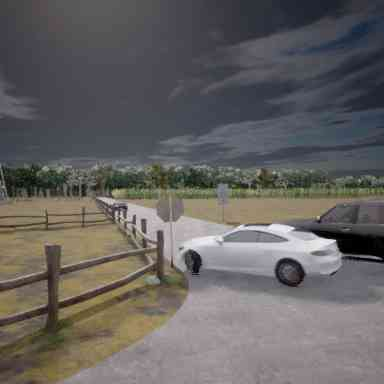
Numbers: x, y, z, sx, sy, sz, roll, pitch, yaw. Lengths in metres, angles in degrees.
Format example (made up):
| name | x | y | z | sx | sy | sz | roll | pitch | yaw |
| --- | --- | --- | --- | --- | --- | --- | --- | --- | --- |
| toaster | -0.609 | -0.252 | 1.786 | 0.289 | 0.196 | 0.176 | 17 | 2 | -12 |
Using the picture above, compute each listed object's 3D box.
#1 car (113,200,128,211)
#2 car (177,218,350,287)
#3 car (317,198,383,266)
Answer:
| name | x | y | z | sx | sy | sz | roll | pitch | yaw |
| --- | --- | --- | --- | --- | --- | --- | --- | --- | --- |
| car | -10.712 | 1.972 | 49.475 | 2.033 | 1.411 | 5.357 | -2 | 0 | -17 |
| car | 1.757 | 1.628 | 9.533 | 4.674 | 1.442 | 1.812 | -2 | 0 | 33 |
| car | 5.099 | 1.222 | 9.766 | 2.150 | 2.045 | 5.566 | -2 | 0 | -39 |
